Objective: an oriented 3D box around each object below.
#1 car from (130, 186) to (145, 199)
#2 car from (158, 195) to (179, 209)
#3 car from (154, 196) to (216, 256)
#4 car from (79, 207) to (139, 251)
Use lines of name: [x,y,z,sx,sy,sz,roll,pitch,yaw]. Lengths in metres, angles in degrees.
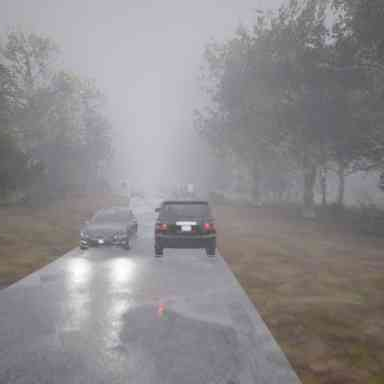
car: [-9.242,0.040,56.166,2.150,2.045,5.566,2,1,-12]
car: [-2.707,1.044,37.007,1.895,1.301,4.718,2,1,-8]
car: [-0.330,1.237,13.402,2.150,2.045,5.566,1,0,-3]
car: [-3.314,1.451,14.030,1.837,1.490,4.892,2,1,-4]
